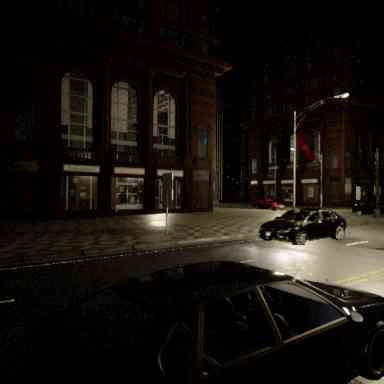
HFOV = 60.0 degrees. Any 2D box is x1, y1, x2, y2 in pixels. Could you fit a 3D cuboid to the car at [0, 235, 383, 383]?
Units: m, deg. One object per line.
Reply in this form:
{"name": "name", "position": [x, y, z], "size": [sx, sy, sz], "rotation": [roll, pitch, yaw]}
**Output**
{"name": "car", "position": [0.394, 1.548, 3.723], "size": [5.357, 1.411, 2.033], "rotation": [0, 0, -36]}

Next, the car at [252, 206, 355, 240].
{"name": "car", "position": [5.157, 1.520, 15.285], "size": [4.892, 1.490, 1.837], "rotation": [0, 0, -35]}

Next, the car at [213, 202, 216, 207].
{"name": "car", "position": [2.098, 1.800, 55.094], "size": [1.812, 1.442, 4.674], "rotation": [1, -1, -35]}

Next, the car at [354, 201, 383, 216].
{"name": "car", "position": [17.898, 1.644, 31.923], "size": [1.837, 1.490, 4.892], "rotation": [1, -1, -29]}

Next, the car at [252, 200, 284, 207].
{"name": "car", "position": [10.037, 1.737, 43.874], "size": [1.812, 1.442, 4.674], "rotation": [1, -1, -36]}
